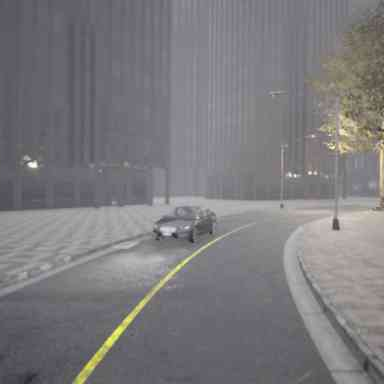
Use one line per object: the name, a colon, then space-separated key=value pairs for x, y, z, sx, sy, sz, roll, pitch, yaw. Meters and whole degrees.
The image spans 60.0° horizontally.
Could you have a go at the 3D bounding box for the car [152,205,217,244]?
car: x=-0.184 y=1.397 z=15.583 sx=2.128 sy=1.511 sz=4.902 roll=1 pitch=1 yaw=20

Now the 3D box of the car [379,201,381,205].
car: x=28.759 y=1.231 z=47.653 sx=4.181 sy=1.385 sz=1.994 roll=0 pitch=1 yaw=-32
